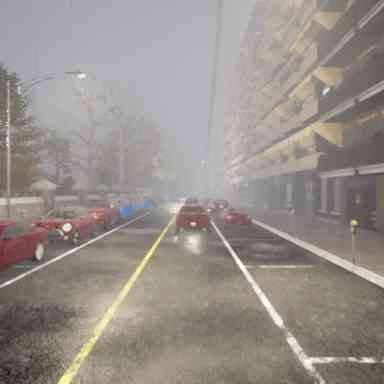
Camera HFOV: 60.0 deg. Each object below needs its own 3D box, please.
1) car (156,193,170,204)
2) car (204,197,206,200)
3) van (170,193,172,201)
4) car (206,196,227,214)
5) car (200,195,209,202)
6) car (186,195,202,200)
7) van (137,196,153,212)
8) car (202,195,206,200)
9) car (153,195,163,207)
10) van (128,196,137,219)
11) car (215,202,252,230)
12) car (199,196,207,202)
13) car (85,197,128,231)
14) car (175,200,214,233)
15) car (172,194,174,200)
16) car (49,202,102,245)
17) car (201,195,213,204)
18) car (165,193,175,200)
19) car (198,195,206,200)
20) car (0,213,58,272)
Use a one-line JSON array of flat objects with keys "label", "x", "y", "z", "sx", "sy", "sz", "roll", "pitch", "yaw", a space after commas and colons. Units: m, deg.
[{"label": "car", "x": -5.789, "y": 1.247, "z": 60.021, "sx": 2.192, "sy": 1.841, "sz": 5.009, "roll": 0, "pitch": 0, "yaw": 0}, {"label": "car", "x": 2.630, "y": 1.524, "z": 37.515, "sx": 1.802, "sy": 1.307, "sz": 4.206, "roll": 0, "pitch": 0, "yaw": 0}, {"label": "van", "x": -5.809, "y": 1.270, "z": 71.281, "sx": 1.690, "sy": 1.788, "sz": 3.998, "roll": 0, "pitch": 0, "yaw": 0}, {"label": "car", "x": 2.639, "y": 1.389, "z": 31.884, "sx": 1.967, "sy": 1.590, "sz": 4.097, "roll": 0, "pitch": 0, "yaw": 0}, {"label": "car", "x": 2.571, "y": 1.446, "z": 71.466, "sx": 1.752, "sy": 1.417, "sz": 4.829, "roll": 0, "pitch": 0, "yaw": 0}, {"label": "car", "x": 0.029, "y": 1.417, "z": 43.339, "sx": 1.882, "sy": 1.535, "sz": 5.008, "roll": 0, "pitch": 0, "yaw": 0}, {"label": "van", "x": -5.751, "y": 1.292, "z": 37.500, "sx": 1.690, "sy": 1.788, "sz": 3.998, "roll": 0, "pitch": 0, "yaw": 0}, {"label": "car", "x": 2.610, "y": 1.497, "z": 48.776, "sx": 1.947, "sy": 1.339, "sz": 4.313, "roll": 0, "pitch": 0, "yaw": 0}, {"label": "car", "x": -5.770, "y": 1.506, "z": 48.761, "sx": 1.947, "sy": 1.339, "sz": 4.313, "roll": 0, "pitch": 0, "yaw": 0}, {"label": "van", "x": -5.731, "y": 1.305, "z": 26.239, "sx": 1.690, "sy": 1.788, "sz": 3.998, "roll": 0, "pitch": 0, "yaw": 0}, {"label": "car", "x": 2.659, "y": 1.543, "z": 20.623, "sx": 1.802, "sy": 1.307, "sz": 4.206, "roll": 0, "pitch": 0, "yaw": 0}, {"label": "car", "x": 2.562, "y": 1.502, "z": 76.927, "sx": 1.802, "sy": 1.307, "sz": 4.206, "roll": 0, "pitch": 0, "yaw": 0}, {"label": "car", "x": -5.722, "y": 1.285, "z": 20.608, "sx": 2.192, "sy": 1.841, "sz": 5.009, "roll": 0, "pitch": 0, "yaw": 0}, {"label": "car", "x": 0.064, "y": 1.443, "z": 19.312, "sx": 1.882, "sy": 1.535, "sz": 5.008, "roll": 0, "pitch": 0, "yaw": 0}, {"label": "car", "x": -5.819, "y": 1.511, "z": 76.911, "sx": 1.802, "sy": 1.307, "sz": 4.206, "roll": 0, "pitch": 0, "yaw": 0}, {"label": "car", "x": -5.711, "y": 1.416, "z": 14.977, "sx": 1.967, "sy": 1.590, "sz": 4.097, "roll": 0, "pitch": 0, "yaw": 0}, {"label": "car", "x": 2.591, "y": 1.364, "z": 60.035, "sx": 1.967, "sy": 1.590, "sz": 4.097, "roll": 0, "pitch": 0, "yaw": 0}, {"label": "car", "x": -5.838, "y": 1.244, "z": 88.174, "sx": 2.192, "sy": 1.841, "sz": 5.009, "roll": 0, "pitch": 0, "yaw": 0}, {"label": "car", "x": 2.542, "y": 1.487, "z": 88.189, "sx": 1.947, "sy": 1.339, "sz": 4.313, "roll": 0, "pitch": 0, "yaw": 0}, {"label": "car", "x": -5.702, "y": 1.529, "z": 9.349, "sx": 1.887, "sy": 1.381, "sz": 4.507, "roll": 0, "pitch": 0, "yaw": 0}]
